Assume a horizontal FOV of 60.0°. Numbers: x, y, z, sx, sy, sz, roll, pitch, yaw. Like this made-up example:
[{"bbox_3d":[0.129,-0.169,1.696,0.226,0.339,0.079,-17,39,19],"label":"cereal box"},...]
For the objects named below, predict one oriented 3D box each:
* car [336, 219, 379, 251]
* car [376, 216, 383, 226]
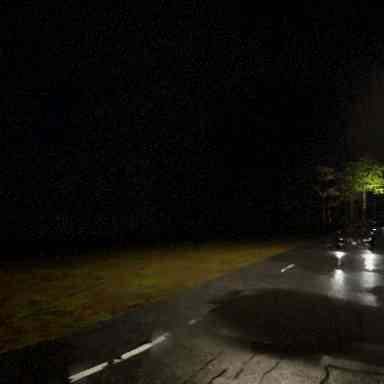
[{"bbox_3d":[9.990,2.640,20.111,1.837,1.490,4.892,-2,-4,30],"label":"car"},{"bbox_3d":[28.161,4.381,49.302,1.837,1.490,4.892,-3,-4,36],"label":"car"}]
